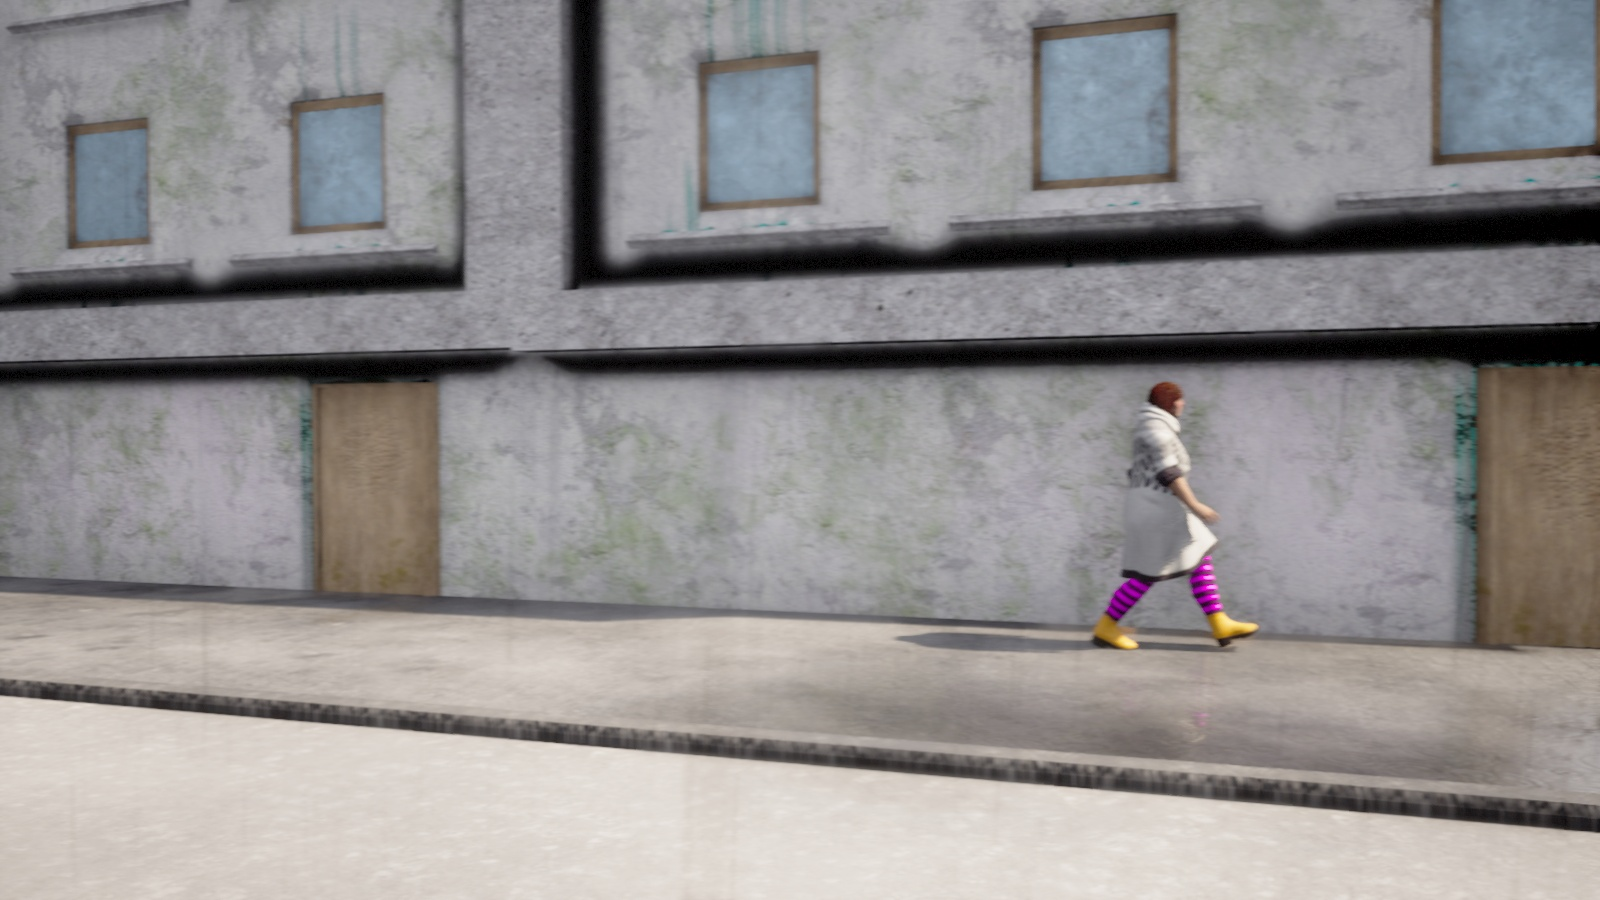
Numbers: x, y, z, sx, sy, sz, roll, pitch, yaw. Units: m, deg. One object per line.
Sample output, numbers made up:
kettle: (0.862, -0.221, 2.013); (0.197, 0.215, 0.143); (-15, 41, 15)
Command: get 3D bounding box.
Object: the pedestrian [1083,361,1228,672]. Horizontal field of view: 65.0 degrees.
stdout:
pedestrian: (2.362, 0.412, 8.330); (0.873, 1.952, 0.659); (1, 1, 18)
